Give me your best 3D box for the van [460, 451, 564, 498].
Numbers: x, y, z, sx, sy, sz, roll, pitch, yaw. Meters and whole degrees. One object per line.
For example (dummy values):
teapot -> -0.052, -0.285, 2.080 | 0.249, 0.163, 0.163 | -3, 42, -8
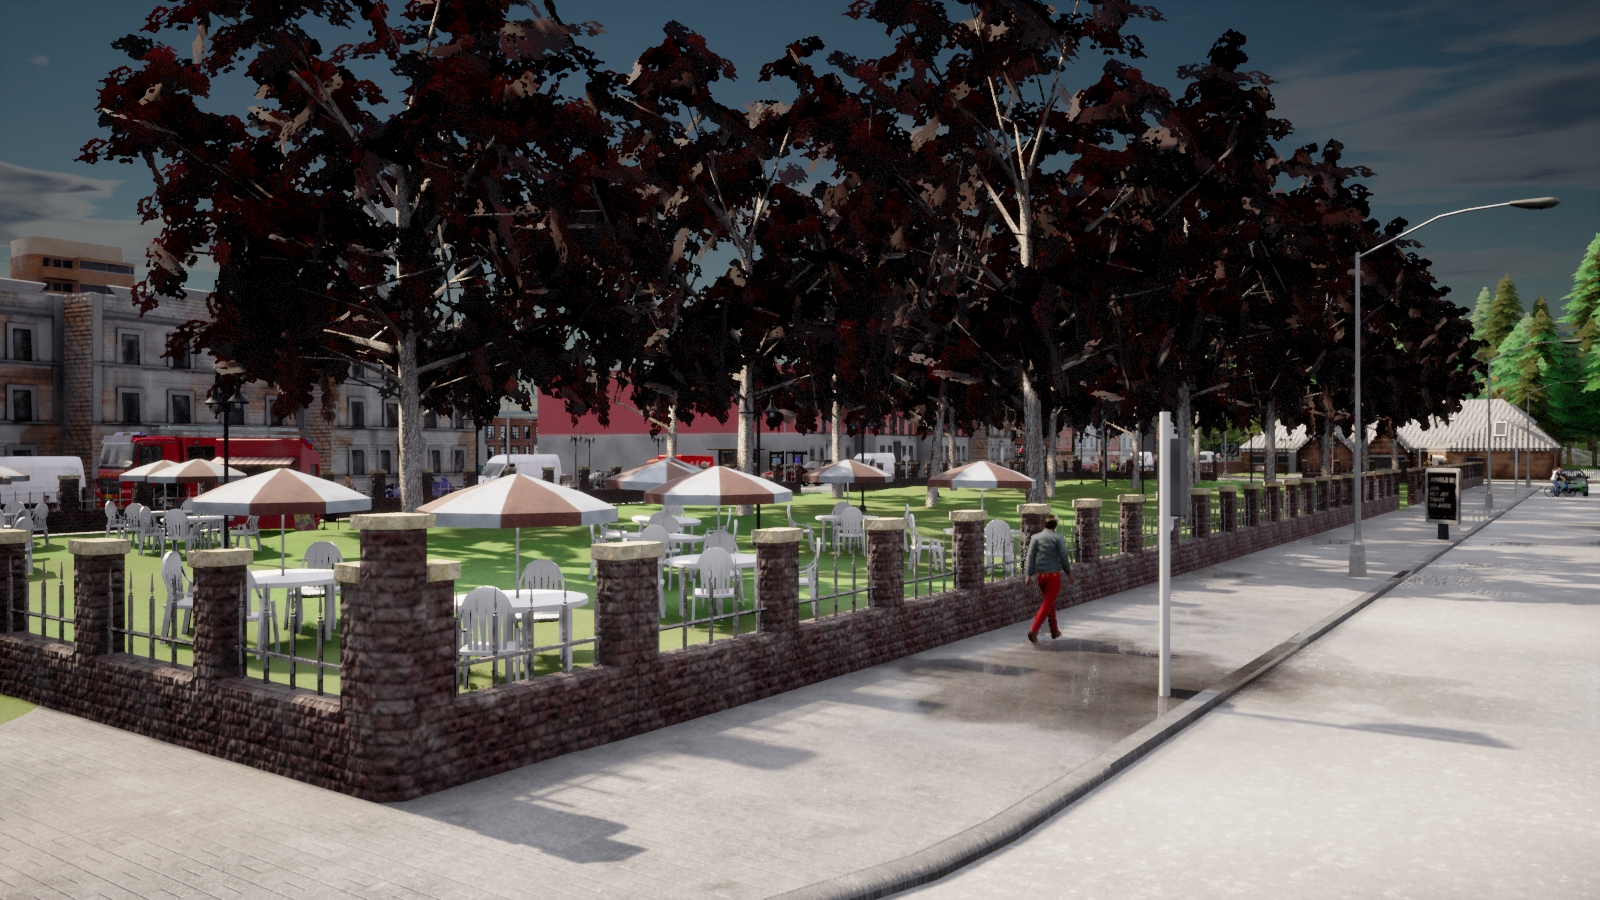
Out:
van -> -16.329, 1.314, 65.083 | 1.988, 2.561, 5.915 | 0, 0, 35

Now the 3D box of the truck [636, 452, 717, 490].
truck -> -8.233, 1.348, 76.671 | 2.627, 2.467, 5.204 | 0, 0, 35

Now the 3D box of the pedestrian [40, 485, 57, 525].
pedestrian -> -24.872, 1.805, 37.825 | 0.375, 1.300, 0.375 | 0, 0, 40

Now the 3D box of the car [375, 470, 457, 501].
car -> -20.045, 1.818, 59.739 | 1.845, 1.501, 3.633 | 0, 0, 35

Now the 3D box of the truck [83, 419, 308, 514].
truck -> -26.598, 0.670, 50.778 | 2.891, 3.827, 8.468 | 0, 0, 35

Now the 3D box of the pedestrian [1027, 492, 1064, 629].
pedestrian -> 3.410, 1.517, 15.860 | 0.375, 1.860, 0.375 | 0, 0, 37

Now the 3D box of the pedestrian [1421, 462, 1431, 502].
pedestrian -> 29.915, 1.525, 54.567 | 0.375, 1.860, 0.375 | 0, 0, 35

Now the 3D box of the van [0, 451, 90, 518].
van -> -31.021, 1.314, 44.007 | 1.988, 2.561, 5.915 | 0, 0, 35

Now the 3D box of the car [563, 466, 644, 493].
car -> -12.166, 1.814, 71.050 | 2.097, 1.535, 5.006 | 0, 0, 35
